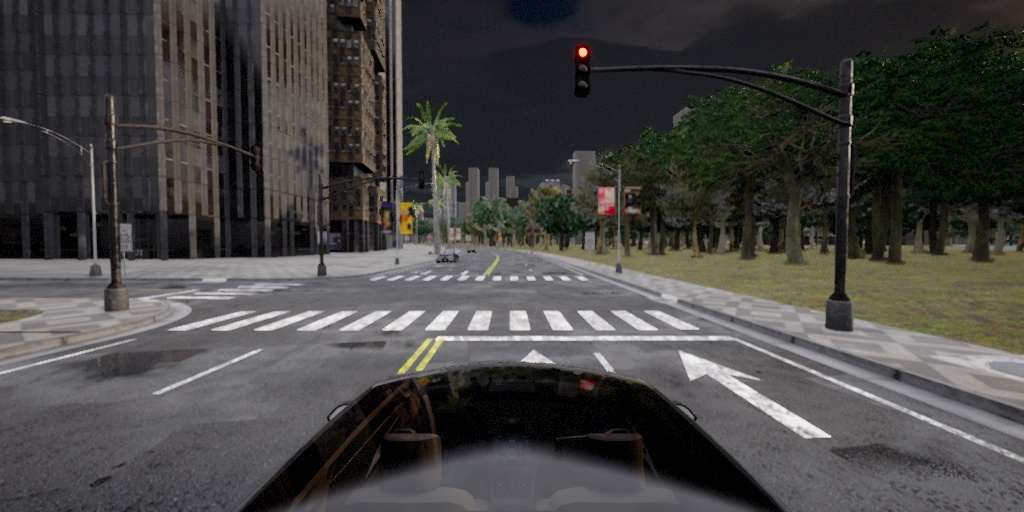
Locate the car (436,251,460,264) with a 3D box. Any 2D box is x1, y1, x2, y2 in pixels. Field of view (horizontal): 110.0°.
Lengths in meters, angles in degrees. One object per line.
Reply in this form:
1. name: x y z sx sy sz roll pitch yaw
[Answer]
1. car: -6.704 0.171 37.862 1.994 1.385 4.181 0 2 0
